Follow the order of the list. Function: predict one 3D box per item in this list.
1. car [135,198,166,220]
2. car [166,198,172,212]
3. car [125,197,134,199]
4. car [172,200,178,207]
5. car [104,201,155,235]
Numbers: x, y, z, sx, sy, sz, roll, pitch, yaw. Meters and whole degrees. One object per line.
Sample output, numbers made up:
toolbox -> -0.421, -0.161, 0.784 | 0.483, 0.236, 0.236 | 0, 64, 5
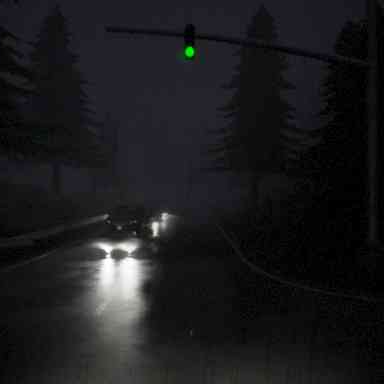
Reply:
car -> -3.586, 1.501, 28.463 | 1.882, 1.535, 5.008 | 0, 0, 0
car -> -3.860, 1.522, 38.614 | 2.128, 1.511, 4.902 | 0, 0, -7
car -> -11.688, 1.530, 56.108 | 4.902, 1.511, 2.128 | 0, 0, 24
car -> -4.006, 1.602, 49.804 | 1.994, 1.385, 4.181 | 0, 0, -39
car -> -3.606, 1.509, 18.960 | 2.128, 1.511, 4.902 | 0, 0, 0
